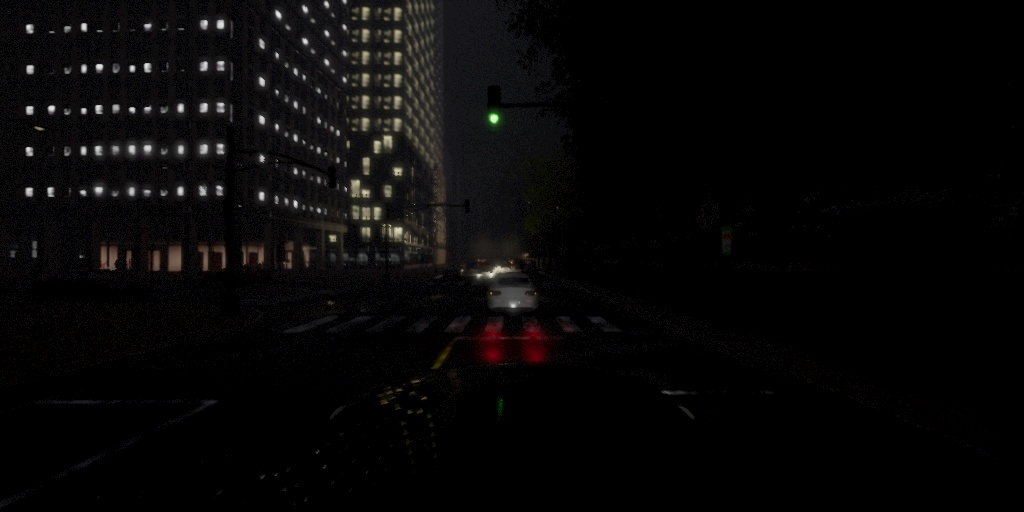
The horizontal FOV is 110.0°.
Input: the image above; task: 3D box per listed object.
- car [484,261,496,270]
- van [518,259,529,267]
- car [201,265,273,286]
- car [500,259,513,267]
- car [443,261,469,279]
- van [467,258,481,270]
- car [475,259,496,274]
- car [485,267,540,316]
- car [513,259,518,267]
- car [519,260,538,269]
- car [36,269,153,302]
[{"bbox_3d":[-3.846,1.612,63.433,1.812,1.442,4.674,0,0,-1],"label":"car"},{"bbox_3d":[1.995,1.337,46.329,1.690,1.789,3.998,0,0,-1],"label":"van"},{"bbox_3d":[-18.093,1.264,23.698,4.207,1.307,1.802,0,0,4],"label":"car"},{"bbox_3d":[-1.112,1.584,64.868,2.128,1.511,4.902,0,0,-2],"label":"car"},{"bbox_3d":[-5.642,1.488,34.903,2.007,1.370,4.403,0,0,-1],"label":"car"},{"bbox_3d":[-6.327,1.396,57.077,1.690,1.789,3.998,0,0,-2],"label":"van"},{"bbox_3d":[-3.423,1.478,46.705,1.882,1.535,5.008,0,0,-1],"label":"car"},{"bbox_3d":[0.032,1.339,13.679,1.812,1.442,4.674,0,0,0],"label":"car"},{"bbox_3d":[1.512,1.608,63.125,1.751,1.417,4.829,0,0,-2],"label":"car"},{"bbox_3d":[2.119,1.493,40.956,1.751,1.417,4.829,0,0,-1],"label":"car"},{"bbox_3d":[-18.157,1.237,15.585,4.207,1.307,1.802,0,0,4],"label":"car"}]
